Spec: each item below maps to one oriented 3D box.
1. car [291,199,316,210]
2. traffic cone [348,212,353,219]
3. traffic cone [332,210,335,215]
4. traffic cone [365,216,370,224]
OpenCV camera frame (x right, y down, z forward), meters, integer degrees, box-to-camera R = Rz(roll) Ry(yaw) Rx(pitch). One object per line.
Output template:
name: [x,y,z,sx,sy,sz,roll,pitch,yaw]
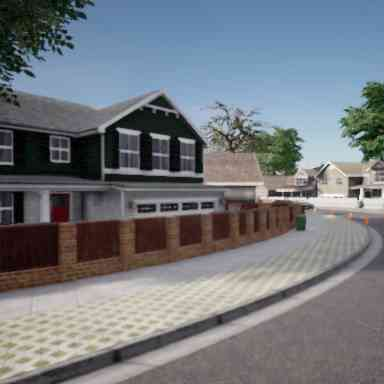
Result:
car: [14.975,1.729,46.525,2.033,1.411,5.357,0,0,-15]
traffic cone: [14.059,2.066,29.456,0.340,0.580,0.340,-1,0,9]
traffic cone: [14.500,2.084,34.147,0.340,0.580,0.340,-1,0,2]
traffic cone: [13.082,2.051,24.847,0.340,0.580,0.340,-1,0,15]
